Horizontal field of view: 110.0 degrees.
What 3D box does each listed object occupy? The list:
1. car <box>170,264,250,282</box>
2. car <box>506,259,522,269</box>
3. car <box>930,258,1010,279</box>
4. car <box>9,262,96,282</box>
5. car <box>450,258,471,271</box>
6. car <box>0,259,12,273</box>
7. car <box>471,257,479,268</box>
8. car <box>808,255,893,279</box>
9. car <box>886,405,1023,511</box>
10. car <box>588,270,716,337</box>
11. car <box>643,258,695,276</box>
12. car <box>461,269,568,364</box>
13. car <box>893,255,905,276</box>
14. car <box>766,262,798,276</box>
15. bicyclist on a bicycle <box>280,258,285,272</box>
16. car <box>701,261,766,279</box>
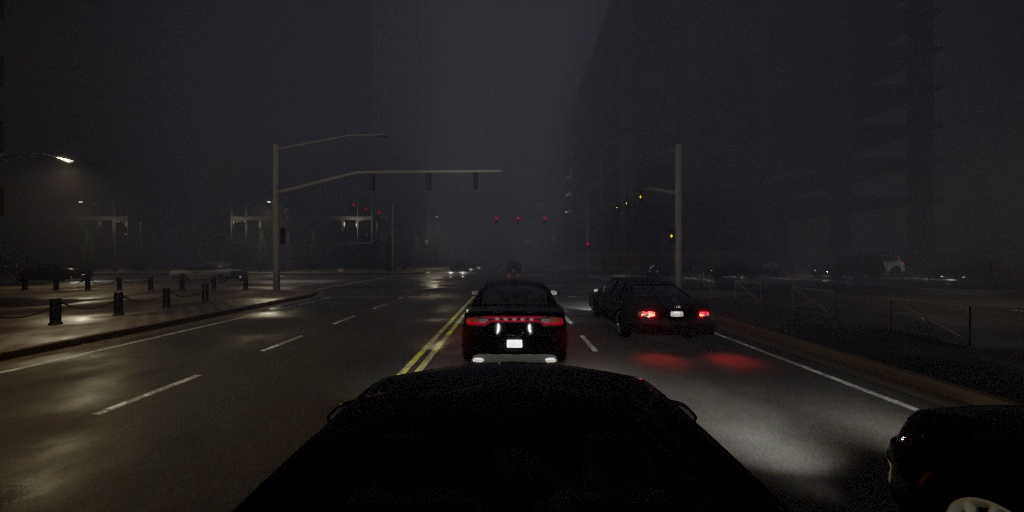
[{"bbox_3d":[-22.943,1.295,27.370,4.718,1.301,1.895,0,0,0],"label":"car"},{"bbox_3d":[0.211,1.351,44.284,1.895,1.301,4.718,0,0,0],"label":"car"},{"bbox_3d":[39.918,1.172,31.561,5.008,1.535,1.882,0,0,0],"label":"car"},{"bbox_3d":[-34.790,1.258,27.432,4.181,1.385,1.994,0,0,0],"label":"car"},{"bbox_3d":[-7.084,1.228,48.507,1.882,1.535,5.008,0,0,0],"label":"car"},{"bbox_3d":[-51.170,1.047,34.787,4.553,1.767,2.097,0,0,1],"label":"car"},{"bbox_3d":[-7.069,1.297,59.020,2.033,1.411,5.357,0,0,0],"label":"car"},{"bbox_3d":[29.426,0.916,31.546,5.566,2.045,2.150,0,0,0],"label":"car"},{"bbox_3d":[3.600,1.255,0.504,1.837,1.490,4.892,0,0,0],"label":"car"},{"bbox_3d":[3.573,1.297,10.241,2.033,1.411,5.357,0,0,0],"label":"car"},{"bbox_3d":[15.237,1.047,35.022,4.553,1.767,2.097,0,0,0],"label":"car"},{"bbox_3d":[0.056,1.228,8.118,1.882,1.535,5.008,0,0,0],"label":"car"},{"bbox_3d":[34.896,0.916,35.060,5.566,2.045,2.150,0,0,0],"label":"car"},{"bbox_3d":[24.705,1.242,35.032,5.357,1.411,2.033,0,0,0],"label":"car"},{"bbox_3d":[-25.400,0.995,39.334,0.582,1.620,1.656,0,0,0],"label":"bicyclist on a bicycle"},{"bbox_3d":[19.161,1.220,31.493,4.674,1.442,1.812,0,0,0],"label":"car"}]
